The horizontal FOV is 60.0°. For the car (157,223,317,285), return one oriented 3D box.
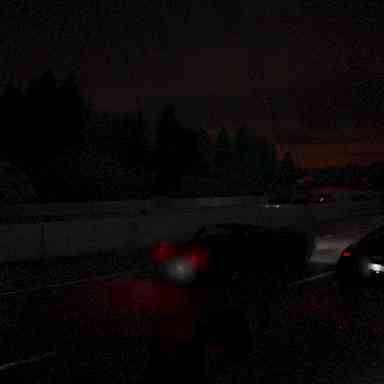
[{"bbox_3d":[1.479,1.534,9.371,4.718,1.301,1.895,-1,0,-38],"label":"car"}]

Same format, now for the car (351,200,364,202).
[{"bbox_3d":[21.489,1.082,42.516,1.994,1.385,4.181,0,1,43],"label":"car"}]

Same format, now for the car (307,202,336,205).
[{"bbox_3d":[16.368,0.932,42.052,2.097,1.767,4.553,-1,0,43],"label":"car"}]

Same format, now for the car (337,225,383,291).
[{"bbox_3d":[5.283,1.461,7.918,4.181,1.385,1.994,-1,0,-38],"label":"car"}]
